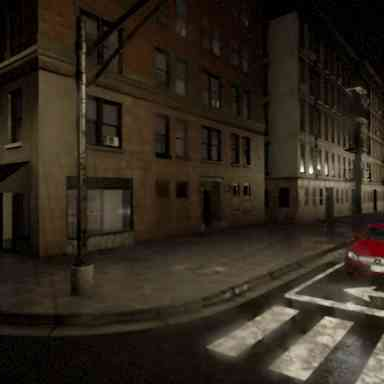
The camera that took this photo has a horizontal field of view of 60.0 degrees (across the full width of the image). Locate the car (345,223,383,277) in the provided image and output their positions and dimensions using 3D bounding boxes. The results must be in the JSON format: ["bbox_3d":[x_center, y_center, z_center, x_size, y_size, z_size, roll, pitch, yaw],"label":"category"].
[{"bbox_3d":[6.174,1.709,10.250,1.812,1.442,4.674,-1,-1,39],"label":"car"}]
